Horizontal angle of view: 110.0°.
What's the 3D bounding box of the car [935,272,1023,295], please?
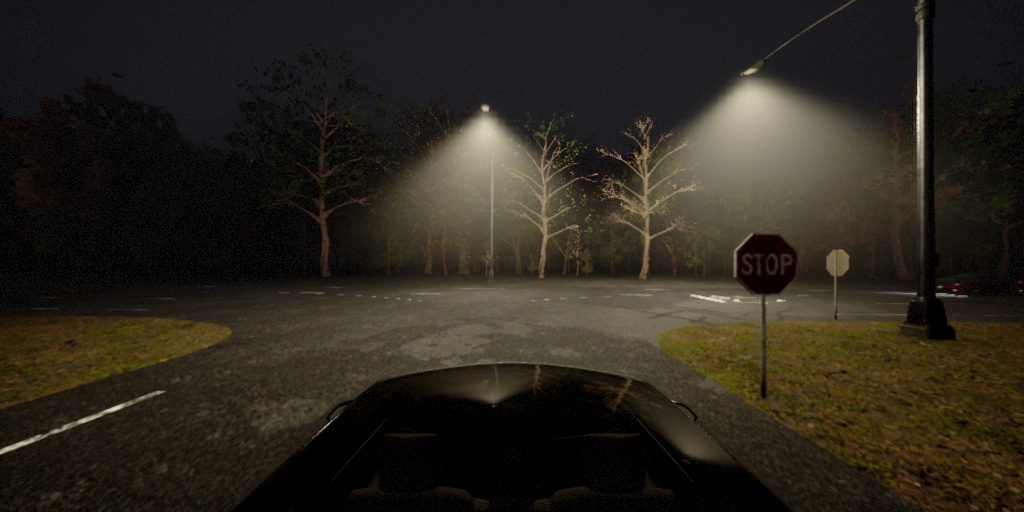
[{"bbox_3d":[28.119,1.690,21.857,4.181,1.385,1.994,0,0,1],"label":"car"}]
